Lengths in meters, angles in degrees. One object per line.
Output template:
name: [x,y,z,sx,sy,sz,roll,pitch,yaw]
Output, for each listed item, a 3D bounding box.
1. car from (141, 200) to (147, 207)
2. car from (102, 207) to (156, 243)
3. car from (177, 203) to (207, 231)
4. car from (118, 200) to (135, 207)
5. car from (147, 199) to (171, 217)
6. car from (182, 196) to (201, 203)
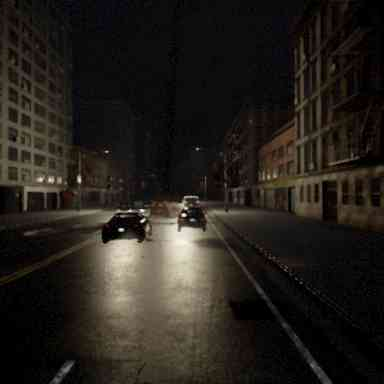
car: [-6.743,1.947,51.766,1.837,1.490,4.892,0,-1,0]
car: [-3.221,1.706,17.090,1.994,1.385,4.181,0,0,0]
car: [-0.003,1.726,22.152,2.033,1.411,5.357,0,0,0]
car: [-9.997,1.914,51.116,1.882,1.535,5.008,0,-1,0]
car: [-3.308,1.770,35.467,1.882,1.535,5.008,0,0,0]
car: [-0.096,1.557,41.108,2.150,2.045,5.566,0,0,0]
